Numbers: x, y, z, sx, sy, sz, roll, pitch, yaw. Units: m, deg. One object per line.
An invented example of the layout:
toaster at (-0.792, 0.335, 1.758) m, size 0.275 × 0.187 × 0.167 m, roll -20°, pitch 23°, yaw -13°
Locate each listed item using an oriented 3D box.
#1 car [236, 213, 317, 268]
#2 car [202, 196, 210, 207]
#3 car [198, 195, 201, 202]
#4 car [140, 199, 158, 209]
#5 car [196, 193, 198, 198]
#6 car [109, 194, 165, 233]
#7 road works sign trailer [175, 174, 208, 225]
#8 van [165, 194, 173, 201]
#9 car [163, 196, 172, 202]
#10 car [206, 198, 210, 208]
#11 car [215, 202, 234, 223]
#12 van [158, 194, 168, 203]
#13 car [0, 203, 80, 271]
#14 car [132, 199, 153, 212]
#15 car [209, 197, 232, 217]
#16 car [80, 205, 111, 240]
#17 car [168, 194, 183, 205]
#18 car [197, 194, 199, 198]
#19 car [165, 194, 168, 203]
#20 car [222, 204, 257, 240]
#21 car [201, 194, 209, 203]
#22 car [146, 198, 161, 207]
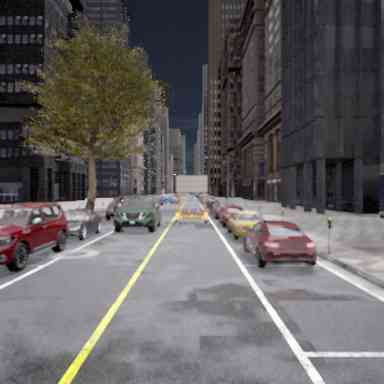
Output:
car at (2.758, 1.584, 11.044) m, size 1.802 × 1.307 × 4.206 m, roll 0°, pitch 0°, yaw 0°
car at (2.746, 1.571, 45.110) m, size 2.008 × 1.369 × 4.403 m, roll 0°, pitch 0°, yaw 0°
car at (2.741, 1.584, 62.143) m, size 2.008 × 1.369 × 4.403 m, roll 0°, pitch 0°, yaw 0°
car at (-5.779, 1.602, 45.099) m, size 1.802 × 1.307 × 4.206 m, roll 0°, pitch 0°, yaw 0°
car at (2.731, 1.502, 90.531) m, size 1.967 × 1.590 × 4.097 m, roll 0°, pitch 0°, yaw 0°
car at (-3.107, 1.226, 20.067) m, size 2.150 × 2.045 × 5.566 m, roll 0°, pitch 0°, yaw 0°
road works sign trailer at (-0.008, 0.471, 24.132) m, size 2.380 × 3.560 × 2.880 m, roll 0°, pitch 0°, yaw 0°
van at (-5.793, 1.396, 84.841) m, size 1.690 × 1.788 × 3.998 m, roll 0°, pitch 0°, yaw 0°
car at (-5.790, 1.631, 79.163) m, size 1.802 × 1.307 × 4.206 m, roll 0°, pitch 0°, yaw 0°
car at (2.750, 1.578, 33.755) m, size 1.947 × 1.339 × 4.313 m, roll 0°, pitch 0°, yaw 0°
car at (2.754, 1.588, 22.399) m, size 1.802 × 1.307 × 4.206 m, roll 0°, pitch 0°, yaw 0°
van at (-5.787, 1.379, 67.809) m, size 1.690 × 1.788 × 3.998 m, roll 0°, pitch 0°, yaw 0°
car at (-5.767, 1.317, 11.034) m, size 2.192 × 1.841 × 5.009 m, roll 0°, pitch 0°, yaw 0°
car at (-5.777, 1.541, 39.251) m, size 1.752 × 1.417 × 4.829 m, roll 0°, pitch 0°, yaw 0°
car at (2.752, 1.449, 28.077) m, size 1.967 × 1.590 × 4.097 m, roll 0°, pitch 0°, yaw 0°
car at (-5.769, 1.555, 16.711) m, size 2.008 × 1.369 × 4.403 m, roll 0°, pitch 0°, yaw 0°
car at (-3.050, 1.563, 61.408) m, size 1.812 × 1.442 × 4.674 m, roll 0°, pitch 0°, yaw 1°
car at (2.737, 1.588, 73.498) m, size 1.887 × 1.381 × 4.507 m, roll 0°, pitch 0°, yaw 0°
car at (-5.783, 1.343, 56.453) m, size 2.192 × 1.841 × 5.009 m, roll 0°, pitch 0°, yaw 0°
car at (2.756, 1.530, 16.892) m, size 1.752 × 1.417 × 4.829 m, roll 0°, pitch 0°, yaw 0°
car at (2.744, 1.464, 50.787) m, size 1.967 × 1.590 × 4.097 m, roll 0°, pitch 0°, yaw 0°
car at (-5.781, 1.606, 50.776) m, size 1.802 × 1.307 × 4.206 m, roll 0°, pitch 0°, yaw 0°
